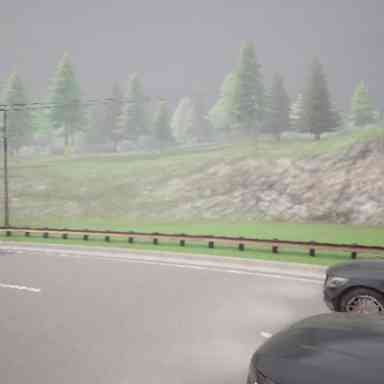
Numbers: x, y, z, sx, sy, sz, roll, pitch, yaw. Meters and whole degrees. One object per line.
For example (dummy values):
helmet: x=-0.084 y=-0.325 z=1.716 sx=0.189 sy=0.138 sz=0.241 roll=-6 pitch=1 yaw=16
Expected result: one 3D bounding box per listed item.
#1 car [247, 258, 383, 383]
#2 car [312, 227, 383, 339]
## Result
car: x=2.673 y=1.463 z=1.933 sx=4.892 sy=1.490 sz=1.837 roll=-1 pitch=-1 yaw=37
car: x=4.442 y=1.456 z=4.938 sx=4.674 sy=1.442 sz=1.812 roll=-1 pitch=0 yaw=36
